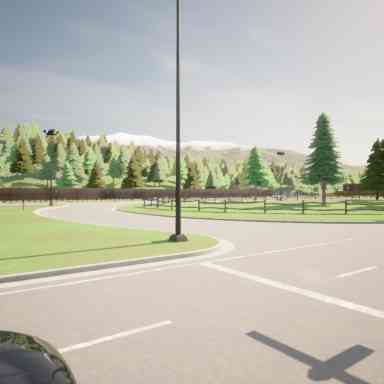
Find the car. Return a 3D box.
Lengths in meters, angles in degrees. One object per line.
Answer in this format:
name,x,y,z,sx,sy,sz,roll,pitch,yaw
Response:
car,-3.052,1.505,1.568,4.892,1.490,1.837,0,0,-35
